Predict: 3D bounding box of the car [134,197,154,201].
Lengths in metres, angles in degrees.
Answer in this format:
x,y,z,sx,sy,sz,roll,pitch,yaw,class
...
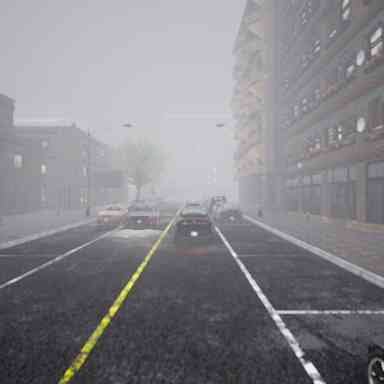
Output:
x,y,z,sx,sy,sz,roll,pitch,yaw,class
-5.629,1.406,35.816,1.967,1.590,4.097,1,0,0,car

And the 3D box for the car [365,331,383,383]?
x,y,z,sx,sy,sz,roll,pitch,yaw,class
2.705,1.564,1.754,1.947,1.339,4.313,1,0,0,car

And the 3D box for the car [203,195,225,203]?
x,y,z,sx,sy,sz,roll,pitch,yaw,class
2.719,1.280,35.873,2.192,1.841,5.009,1,0,0,car

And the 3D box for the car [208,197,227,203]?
x,y,z,sx,sy,sz,roll,pitch,yaw,class
2.714,1.495,30.356,1.752,1.417,4.829,1,0,0,car

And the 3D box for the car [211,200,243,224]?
x,y,z,sx,sy,sz,roll,pitch,yaw,class
2.712,1.526,24.499,2.008,1.369,4.403,1,0,0,car

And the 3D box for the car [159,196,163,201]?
x,y,z,sx,sy,sz,roll,pitch,yaw,class
-5.628,1.539,47.190,1.802,1.307,4.206,1,0,0,car

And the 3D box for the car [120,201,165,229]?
x,y,z,sx,sy,sz,roll,pitch,yaw,class
-3.091,1.542,21.521,1.994,1.385,4.181,0,0,0,car

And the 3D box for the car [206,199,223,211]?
x,y,z,sx,sy,sz,roll,pitch,yaw,class
2.717,1.543,41.560,1.802,1.307,4.206,1,0,0,car

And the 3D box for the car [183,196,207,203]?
x,y,z,sx,sy,sz,roll,pitch,yaw,class
0.111,1.458,34.198,2.128,1.511,4.902,0,0,0,car

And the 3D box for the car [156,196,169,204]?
x,y,z,sx,sy,sz,roll,pitch,yaw,class
-5.622,1.499,64.251,2.008,1.369,4.403,1,0,0,car

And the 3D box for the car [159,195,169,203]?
x,y,z,sx,sy,sz,roll,pitch,yaw,class
-5.791,1.471,69.768,1.752,1.417,4.829,1,0,0,car

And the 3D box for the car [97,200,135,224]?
x,y,z,sx,sy,sz,roll,pitch,yaw,class
-5.635,1.501,24.274,1.752,1.417,4.829,1,0,0,car

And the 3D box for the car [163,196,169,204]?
x,y,z,sx,sy,sz,roll,pitch,yaw,class
-5.624,1.517,58.563,1.947,1.339,4.313,1,0,0,car

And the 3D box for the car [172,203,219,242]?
x,y,z,sx,sy,sz,roll,pitch,yaw,class
0.104,1.488,16.260,1.837,1.490,4.892,0,0,0,car

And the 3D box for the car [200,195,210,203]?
x,y,z,sx,sy,sz,roll,pitch,yaw,class
2.775,1.385,69.989,1.967,1.590,4.097,1,0,0,car

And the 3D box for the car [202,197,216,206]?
x,y,z,sx,sy,sz,roll,pitch,yaw,class
2.721,1.519,52.933,1.947,1.339,4.313,1,0,0,car

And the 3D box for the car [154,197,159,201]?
x,y,z,sx,sy,sz,roll,pitch,yaw,class
-5.628,1.402,41.504,1.967,1.590,4.097,1,0,0,car
